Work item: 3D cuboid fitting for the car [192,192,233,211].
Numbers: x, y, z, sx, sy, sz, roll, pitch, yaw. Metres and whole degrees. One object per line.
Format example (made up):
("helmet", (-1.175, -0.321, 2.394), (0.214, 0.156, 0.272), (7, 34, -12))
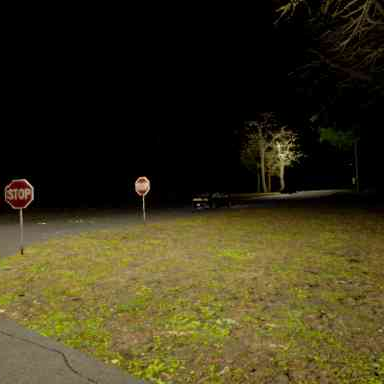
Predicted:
("car", (1.900, 0.792, 29.180), (2.128, 1.511, 4.902), (-3, 0, 34))

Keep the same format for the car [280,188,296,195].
("car", (19.377, -0.136, 67.388), (1.895, 1.301, 4.718), (-3, 1, 34))
